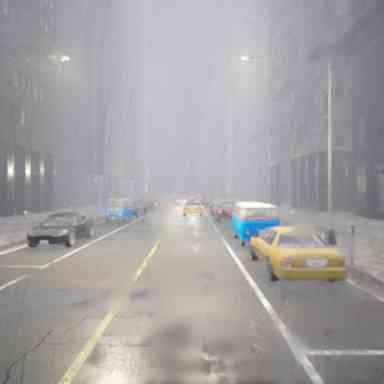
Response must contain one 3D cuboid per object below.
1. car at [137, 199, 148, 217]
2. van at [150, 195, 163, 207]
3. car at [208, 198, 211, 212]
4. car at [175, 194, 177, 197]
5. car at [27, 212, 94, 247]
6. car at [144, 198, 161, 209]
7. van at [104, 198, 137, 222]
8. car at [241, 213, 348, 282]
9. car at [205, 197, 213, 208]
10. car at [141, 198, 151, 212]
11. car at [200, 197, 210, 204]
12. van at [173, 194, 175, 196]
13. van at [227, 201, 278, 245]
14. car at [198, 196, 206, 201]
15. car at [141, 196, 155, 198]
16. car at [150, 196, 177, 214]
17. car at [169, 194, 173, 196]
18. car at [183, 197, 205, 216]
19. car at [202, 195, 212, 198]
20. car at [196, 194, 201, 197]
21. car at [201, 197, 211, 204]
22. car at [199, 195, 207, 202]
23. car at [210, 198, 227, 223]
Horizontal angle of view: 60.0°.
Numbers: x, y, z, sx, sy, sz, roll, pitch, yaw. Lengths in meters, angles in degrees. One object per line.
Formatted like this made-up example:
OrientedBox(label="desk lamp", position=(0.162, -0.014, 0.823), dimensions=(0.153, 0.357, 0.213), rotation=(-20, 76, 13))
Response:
OrientedBox(label="car", position=(-5.761, 1.639, 32.049), dimensions=(1.947, 1.339, 4.313), rotation=(0, 0, 0))
OrientedBox(label="van", position=(-5.758, 1.467, 54.596), dimensions=(1.690, 1.788, 3.998), rotation=(0, 0, 0))
OrientedBox(label="car", position=(2.764, 1.599, 32.229), dimensions=(1.752, 1.417, 4.829), rotation=(0, 0, 0))
OrientedBox(label="car", position=(-5.753, 1.732, 88.246), dimensions=(1.752, 1.417, 4.829), rotation=(0, 0, 0))
OrientedBox(label="car", position=(-5.763, 1.600, 15.139), dimensions=(1.947, 1.339, 4.313), rotation=(0, 0, 0))
OrientedBox(label="car", position=(-5.759, 1.657, 48.959), dimensions=(1.887, 1.381, 4.507), rotation=(0, 0, 0))
OrientedBox(label="van", position=(-5.762, 1.401, 26.413), dimensions=(1.690, 1.788, 3.998), rotation=(0, 0, 0))
OrientedBox(label="car", position=(2.761, 1.547, 9.684), dimensions=(1.752, 1.417, 4.829), rotation=(0, 0, 0))
OrientedBox(label="car", position=(2.765, 1.637, 37.695), dimensions=(2.008, 1.369, 4.403), rotation=(0, 0, 0))
OrientedBox(label="car", position=(-5.760, 1.652, 37.686), dimensions=(1.947, 1.339, 4.313), rotation=(0, 0, 0))
OrientedBox(label="car", position=(2.770, 1.732, 71.513), dimensions=(1.947, 1.339, 4.313), rotation=(0, 0, 0))
OrientedBox(label="van", position=(-5.755, 1.534, 82.780), dimensions=(1.690, 1.788, 3.998), rotation=(0, 0, 0))
OrientedBox(label="van", position=(2.761, 1.375, 15.150), dimensions=(1.690, 1.788, 3.998), rotation=(0, 0, 0))
OrientedBox(label="car", position=(2.772, 1.788, 94.058), dimensions=(1.947, 1.339, 4.313), rotation=(0, 0, 0))
OrientedBox(label="car", position=(-5.760, 1.415, 43.323), dimensions=(2.192, 1.841, 5.009), rotation=(0, 0, 0))
OrientedBox(label="car", position=(-3.008, 1.561, 36.267), dimensions=(1.882, 1.535, 5.008), rotation=(0, 0, 0))
OrientedBox(label="car", position=(-5.756, 1.606, 71.506), dimensions=(1.967, 1.590, 4.097), rotation=(0, 0, 0))
OrientedBox(label="car", position=(0.079, 1.530, 33.117), dimensions=(1.801, 1.575, 5.366), rotation=(0, 0, 0))
OrientedBox(label="car", position=(2.766, 1.553, 48.968), dimensions=(1.967, 1.590, 4.097), rotation=(0, 0, 0))
OrientedBox(label="car", position=(0.014, 1.625, 57.534), dimensions=(2.128, 1.511, 4.902), rotation=(0, 0, 0))
OrientedBox(label="car", position=(2.769, 1.698, 65.877), dimensions=(1.887, 1.381, 4.507), rotation=(0, 0, 0))
OrientedBox(label="car", position=(2.771, 1.633, 82.785), dimensions=(1.967, 1.590, 4.097), rotation=(0, 0, 0))
OrientedBox(label="car", position=(2.763, 1.500, 26.423), dimensions=(1.967, 1.590, 4.097), rotation=(0, 0, 0))
